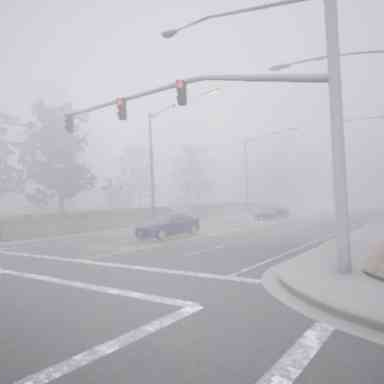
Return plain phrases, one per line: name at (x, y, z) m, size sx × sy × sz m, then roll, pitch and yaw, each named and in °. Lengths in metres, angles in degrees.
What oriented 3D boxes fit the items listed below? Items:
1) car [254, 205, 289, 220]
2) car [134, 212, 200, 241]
car at (8.269, 2.095, 34.107) m, size 2.033 × 1.411 × 5.357 m, roll -4°, pitch -2°, yaw 37°
car at (-1.488, 2.085, 21.015) m, size 1.882 × 1.535 × 5.008 m, roll -4°, pitch -2°, yaw 37°
